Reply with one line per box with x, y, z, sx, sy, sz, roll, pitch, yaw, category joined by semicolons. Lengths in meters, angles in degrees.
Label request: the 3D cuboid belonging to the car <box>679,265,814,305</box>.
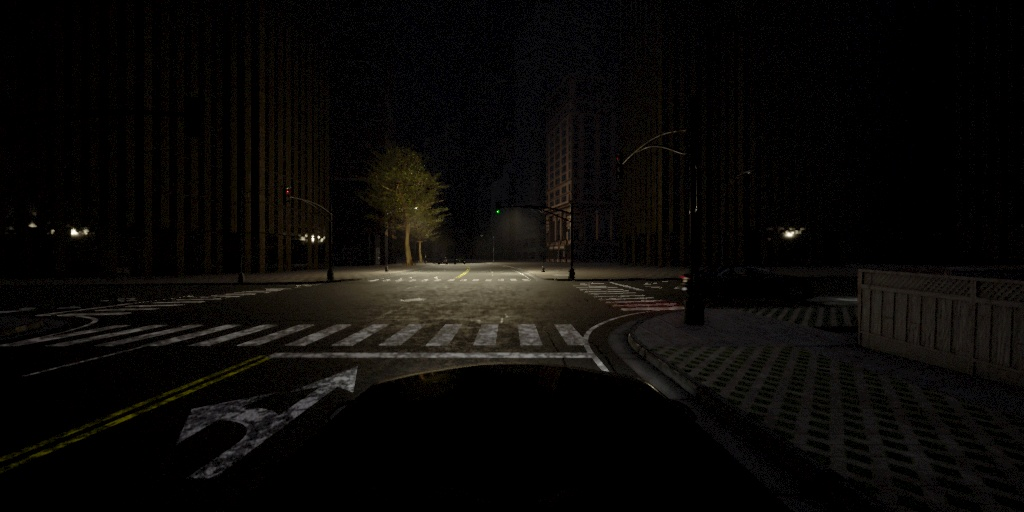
9.376;1.097;14.498;4.902;1.511;2.128;-1;0;0;car
